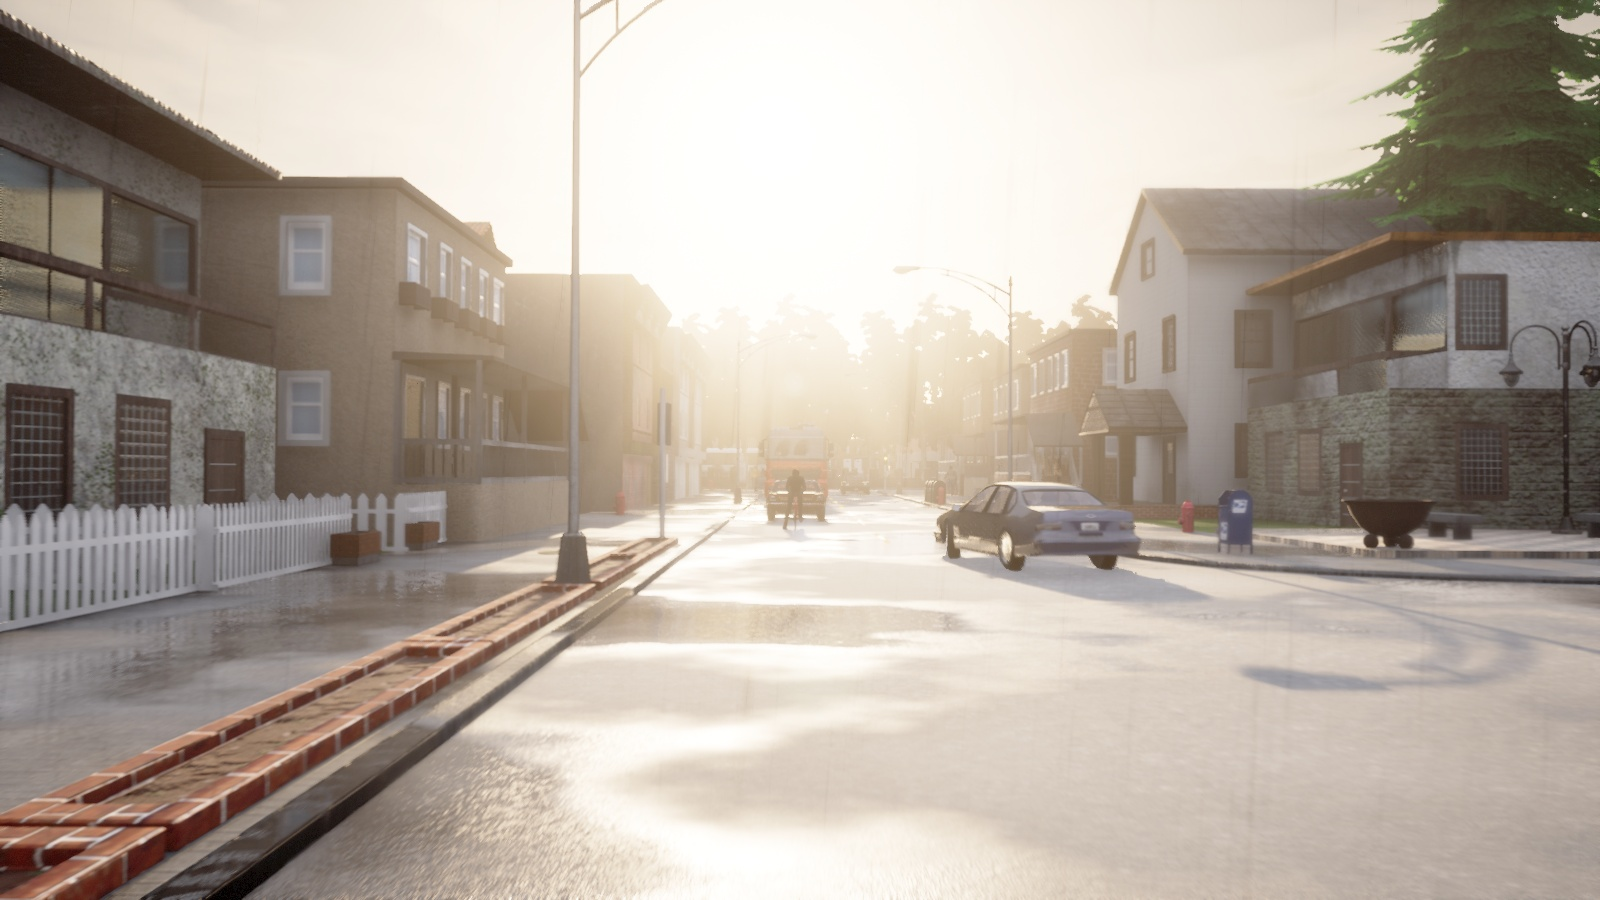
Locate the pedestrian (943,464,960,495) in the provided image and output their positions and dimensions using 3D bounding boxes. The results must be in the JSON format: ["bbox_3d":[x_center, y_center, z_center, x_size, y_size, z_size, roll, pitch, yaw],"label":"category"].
[{"bbox_3d":[9.087,1.747,75.211,0.874,1.855,0.900,0,-1,-3],"label":"pedestrian"}]

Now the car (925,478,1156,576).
[{"bbox_3d":[3.883,1.206,21.455,2.033,1.411,5.357,0,-1,-11],"label":"car"}]

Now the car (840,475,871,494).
[{"bbox_3d":[3.772,2.340,86.027,1.895,1.301,4.718,0,-1,0],"label":"car"}]

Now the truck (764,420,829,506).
[{"bbox_3d":[-0.162,0.656,60.073,2.891,3.827,8.468,0,-1,0],"label":"truck"}]

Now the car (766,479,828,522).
[{"bbox_3d":[-0.107,1.604,41.109,1.895,1.301,4.718,0,-1,0],"label":"car"}]
